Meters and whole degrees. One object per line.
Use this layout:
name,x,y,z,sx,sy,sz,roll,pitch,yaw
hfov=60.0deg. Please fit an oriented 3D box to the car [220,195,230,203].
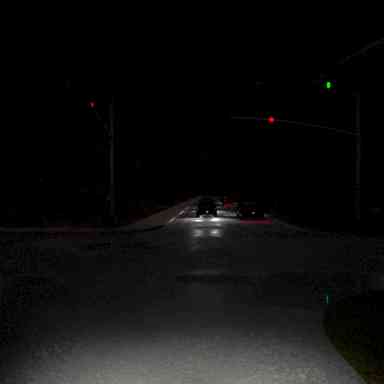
car,6.824,1.470,69.014,1.837,1.490,4.892,0,0,3

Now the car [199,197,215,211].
car,1.880,1.470,41.344,1.837,1.490,4.892,0,0,3

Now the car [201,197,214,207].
car,2.393,1.529,51.810,1.994,1.385,4.181,0,0,2

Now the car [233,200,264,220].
car,4.837,1.443,28.029,1.882,1.535,5.008,0,0,3

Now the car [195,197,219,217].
car,1.378,1.470,31.034,1.837,1.490,4.892,0,0,3

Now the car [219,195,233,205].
car,6.341,1.566,59.053,1.895,1.301,4.718,0,0,3
